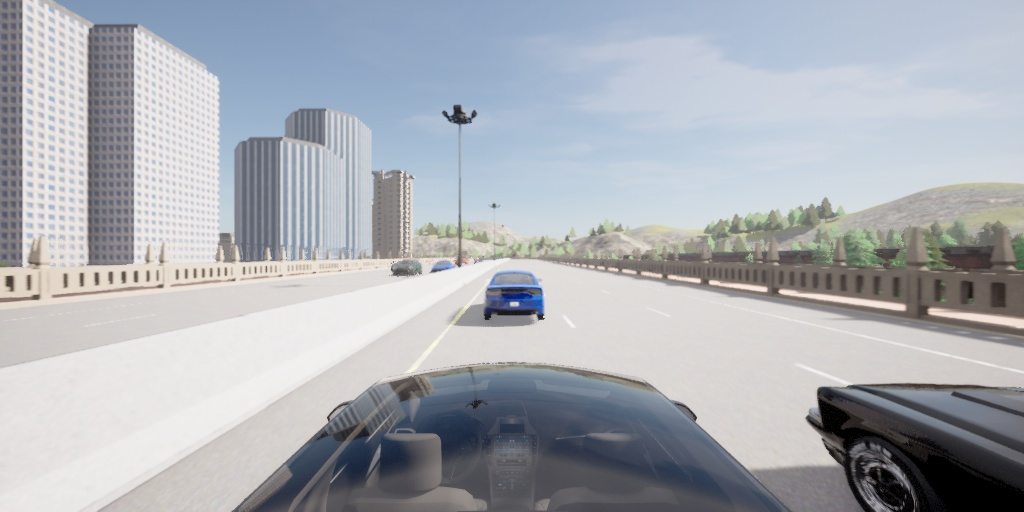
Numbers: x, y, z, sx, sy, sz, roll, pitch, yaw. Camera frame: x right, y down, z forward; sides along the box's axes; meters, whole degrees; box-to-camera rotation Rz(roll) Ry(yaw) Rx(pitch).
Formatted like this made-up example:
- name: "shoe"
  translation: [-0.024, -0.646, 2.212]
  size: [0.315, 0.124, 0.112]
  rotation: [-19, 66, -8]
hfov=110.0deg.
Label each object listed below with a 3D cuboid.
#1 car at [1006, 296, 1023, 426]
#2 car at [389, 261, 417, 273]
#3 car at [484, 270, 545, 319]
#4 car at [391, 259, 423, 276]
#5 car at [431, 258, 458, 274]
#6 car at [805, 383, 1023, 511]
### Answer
- name: "car"
  translation: [7.045, 1.233, 1.892]
  size: [2.128, 1.511, 4.902]
  rotation: [0, 0, 1]
- name: "car"
  translation: [-14.196, 1.346, 47.076]
  size: [2.033, 1.411, 5.357]
  rotation: [0, 0, 0]
- name: "car"
  translation: [0.069, 1.236, 12.784]
  size: [1.882, 1.535, 5.008]
  rotation: [0, 0, 0]
- name: "car"
  translation: [-10.681, 1.139, 37.003]
  size: [2.097, 1.767, 4.553]
  rotation: [0, 0, 0]
- name: "car"
  translation: [-7.186, 1.261, 37.877]
  size: [1.882, 1.535, 5.008]
  rotation: [0, 0, 0]
- name: "car"
  translation: [3.565, 1.346, 1.056]
  size: [1.895, 1.301, 4.718]
  rotation: [0, 0, 0]
